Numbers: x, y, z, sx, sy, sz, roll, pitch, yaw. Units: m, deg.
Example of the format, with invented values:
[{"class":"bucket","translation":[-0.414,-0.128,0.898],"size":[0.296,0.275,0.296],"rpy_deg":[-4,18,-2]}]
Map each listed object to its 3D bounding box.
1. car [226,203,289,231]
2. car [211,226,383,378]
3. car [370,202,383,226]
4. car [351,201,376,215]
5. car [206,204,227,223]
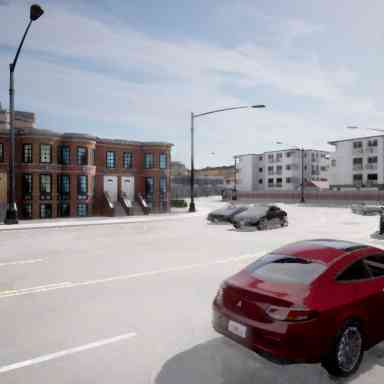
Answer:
[{"class":"car","translation":[4.394,1.525,20.693],"size":[1.812,1.442,4.674],"rpy_deg":[0,0,41]},{"class":"car","translation":[2.425,1.525,5.489],"size":[4.674,1.442,1.812],"rpy_deg":[0,0,-36]},{"class":"car","translation":[11.588,1.492,18.251],"size":[2.128,1.511,4.902],"rpy_deg":[0,0,38]},{"class":"car","translation":[17.930,1.601,34.080],"size":[1.895,1.301,4.718],"rpy_deg":[0,0,8]},{"class":"car","translation":[3.242,1.548,24.738],"size":[2.033,1.411,5.357],"rpy_deg":[0,0,37]}]
